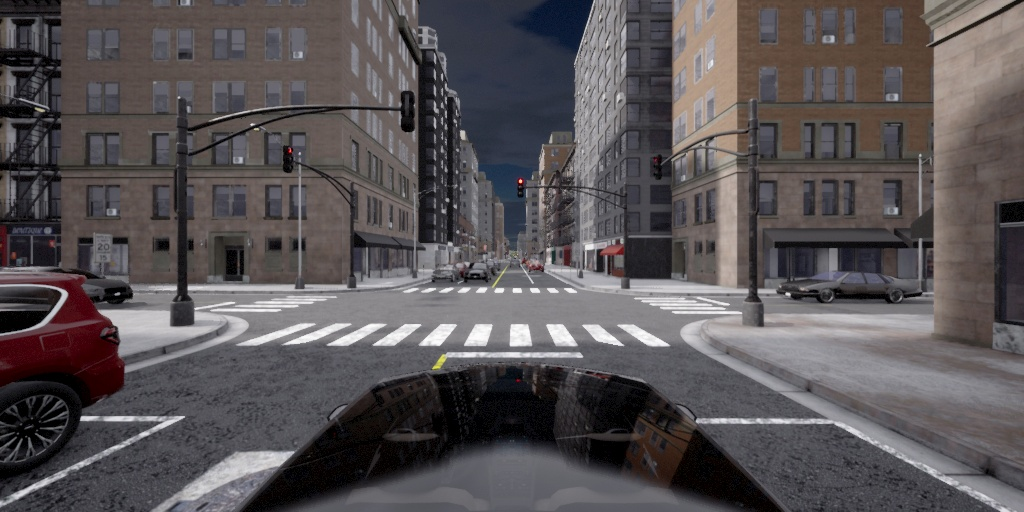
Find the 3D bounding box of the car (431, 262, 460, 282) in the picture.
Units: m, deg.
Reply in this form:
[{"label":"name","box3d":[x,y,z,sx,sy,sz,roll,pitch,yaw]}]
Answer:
[{"label":"car","box3d":[-5.200,1.297,28.427,2.007,1.370,4.403,0,0,0]}]

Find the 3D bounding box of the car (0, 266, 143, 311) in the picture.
[{"label":"car","box3d":[-17.433,1.184,13.647,4.892,1.490,1.837,0,0,0]}]

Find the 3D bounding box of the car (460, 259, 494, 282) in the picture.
[{"label":"car","box3d":[-2.662,1.251,28.455,1.837,1.490,4.892,0,0,0]}]

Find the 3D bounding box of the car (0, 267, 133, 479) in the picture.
[{"label":"car","box3d":[-5.389,1.065,1.964,2.192,1.841,5.009,0,0,0]}]

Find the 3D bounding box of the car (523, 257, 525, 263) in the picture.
[{"label":"car","box3d":[3.390,1.086,58.377,2.097,1.767,4.553,0,0,0]}]

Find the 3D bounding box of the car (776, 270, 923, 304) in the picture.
[{"label":"car","box3d":[15.311,1.370,16.410,5.357,1.411,2.033,0,0,0]}]

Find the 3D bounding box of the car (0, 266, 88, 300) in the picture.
[{"label":"car","box3d":[-23.523,1.199,16.632,5.357,1.411,2.033,0,0,0]}]

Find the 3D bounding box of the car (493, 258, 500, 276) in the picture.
[{"label":"car","box3d":[-2.598,1.249,37.800,1.837,1.490,4.892,0,0,0]}]

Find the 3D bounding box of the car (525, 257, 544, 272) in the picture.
[{"label":"car","box3d":[2.942,1.181,44.724,1.967,1.591,4.097,0,0,0]}]

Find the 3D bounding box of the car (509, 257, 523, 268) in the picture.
[{"label":"car","box3d":[0.530,1.223,62.517,2.128,1.511,4.902,0,0,1]}]
